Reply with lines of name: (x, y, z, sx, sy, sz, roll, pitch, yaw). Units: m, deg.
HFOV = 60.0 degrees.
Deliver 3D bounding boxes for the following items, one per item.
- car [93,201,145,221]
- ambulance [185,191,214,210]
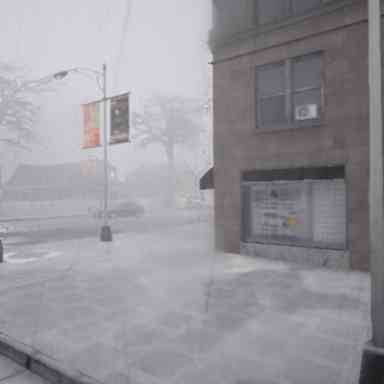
car: (-6.202, 1.574, 28.672, 1.837, 1.490, 4.892, -1, 0, 36)
ambulance: (1.555, 1.125, 44.790, 2.351, 2.431, 6.366, -1, 0, 36)
